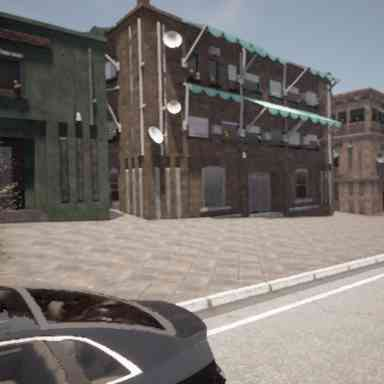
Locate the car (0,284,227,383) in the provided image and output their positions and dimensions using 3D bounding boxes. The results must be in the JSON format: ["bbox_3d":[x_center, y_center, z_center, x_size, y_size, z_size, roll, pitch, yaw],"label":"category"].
[{"bbox_3d":[-1.971,1.501,1.927,4.892,1.490,1.837,1,0,-37],"label":"car"}]
